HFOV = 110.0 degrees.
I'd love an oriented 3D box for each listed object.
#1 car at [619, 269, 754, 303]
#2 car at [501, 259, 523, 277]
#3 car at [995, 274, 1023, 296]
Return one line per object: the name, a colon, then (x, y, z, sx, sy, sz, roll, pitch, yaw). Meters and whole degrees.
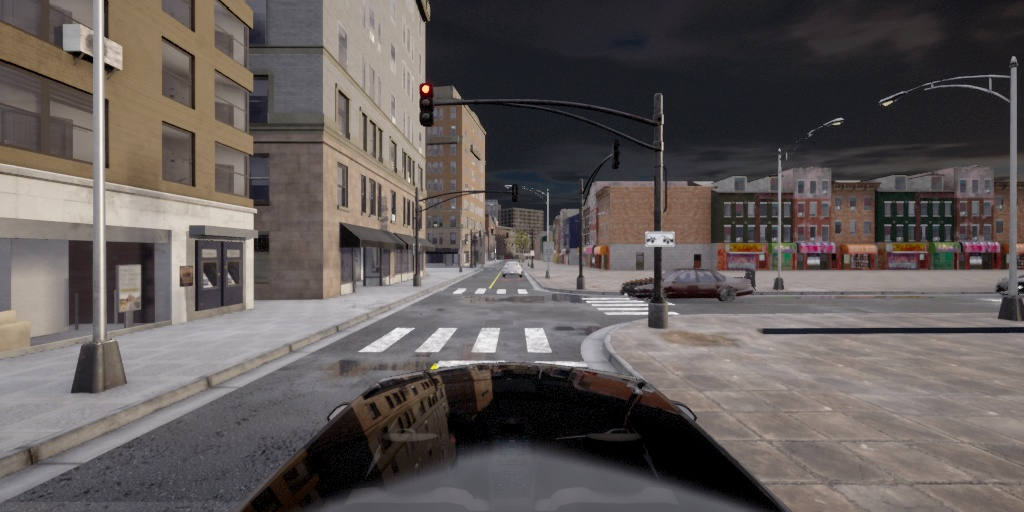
car: (7.580, 1.261, 15.711, 5.357, 1.411, 2.033, 0, 0, -5)
car: (0.051, 1.280, 35.849, 1.812, 1.442, 4.674, 0, 0, 1)
car: (24.635, 1.214, 16.034, 4.181, 1.385, 1.994, 0, 0, 0)
